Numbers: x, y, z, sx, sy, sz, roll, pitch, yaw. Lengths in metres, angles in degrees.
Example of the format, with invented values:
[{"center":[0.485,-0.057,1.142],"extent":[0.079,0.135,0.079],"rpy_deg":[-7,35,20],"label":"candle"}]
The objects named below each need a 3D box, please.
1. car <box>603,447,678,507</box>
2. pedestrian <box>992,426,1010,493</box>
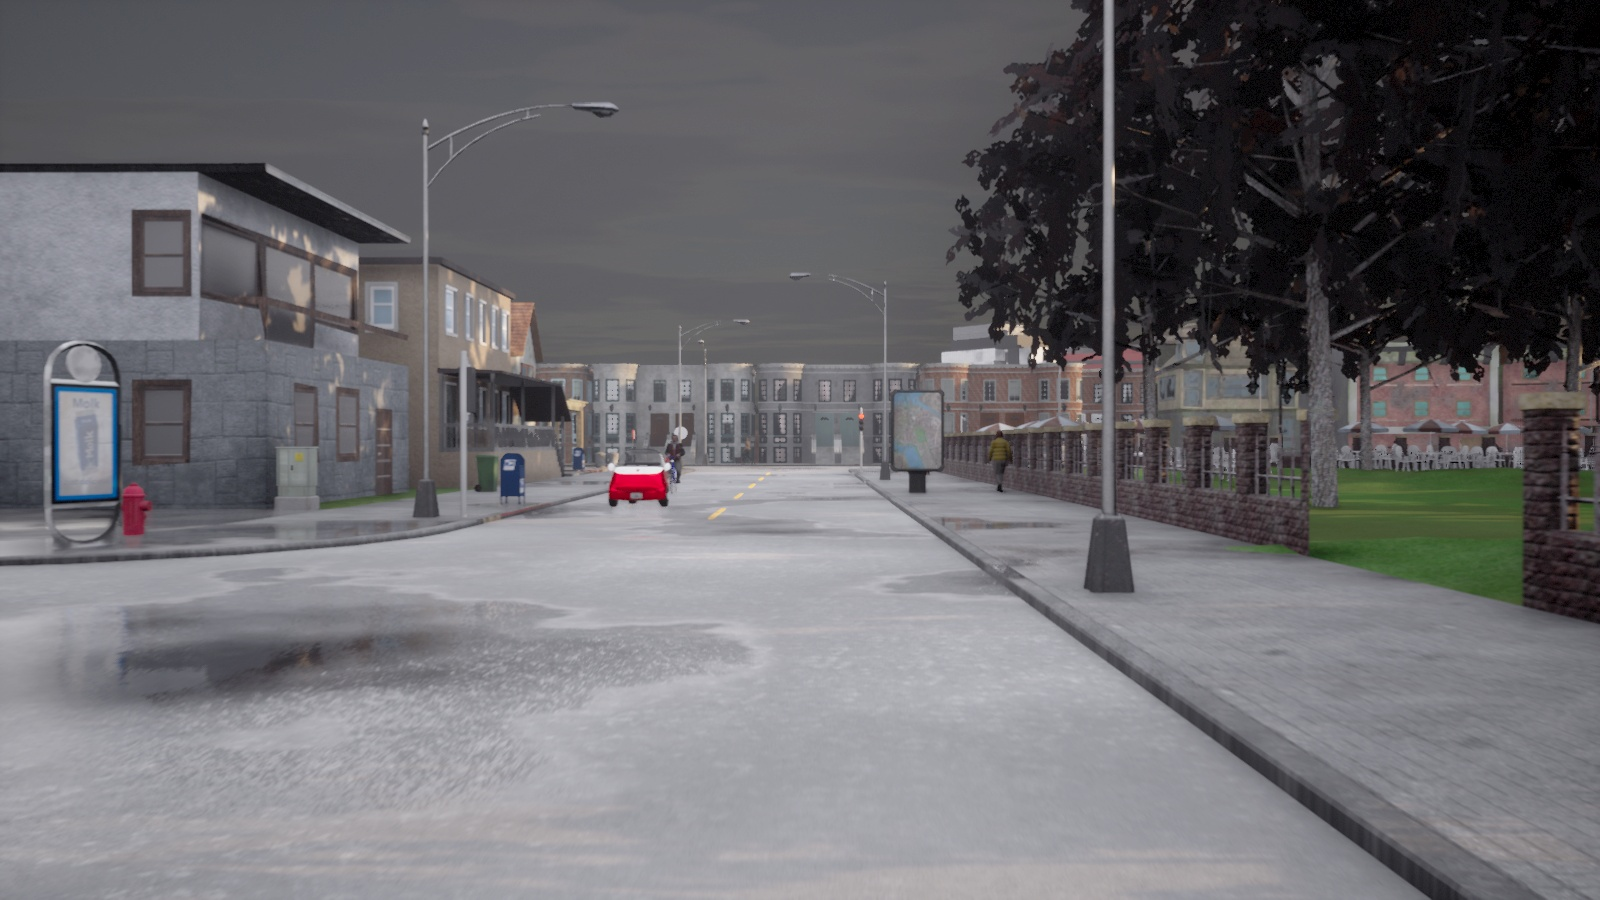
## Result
[{"center":[-3.767,0.626,29.971],"extent":[1.481,1.376,2.207],"rpy_deg":[0,0,1],"label":"car"},{"center":[5.611,0.260,35.103],"extent":[0.370,1.835,0.726],"rpy_deg":[0,0,0],"label":"pedestrian"}]
